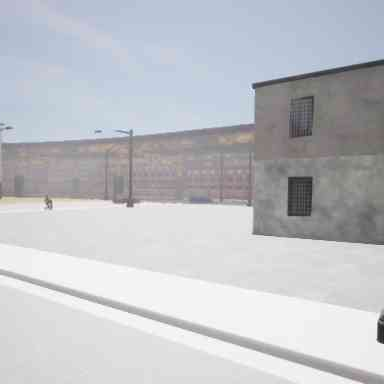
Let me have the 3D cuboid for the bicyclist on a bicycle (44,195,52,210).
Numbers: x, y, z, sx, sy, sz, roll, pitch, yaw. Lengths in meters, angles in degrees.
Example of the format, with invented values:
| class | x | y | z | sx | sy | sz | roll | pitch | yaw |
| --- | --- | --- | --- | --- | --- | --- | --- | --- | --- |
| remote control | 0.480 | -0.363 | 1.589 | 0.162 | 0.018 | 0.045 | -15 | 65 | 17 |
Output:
| class | x | y | z | sx | sy | sz | roll | pitch | yaw |
| --- | --- | --- | --- | --- | --- | --- | --- | --- | --- |
| bicyclist on a bicycle | -16.154 | 1.204 | 37.313 | 1.656 | 1.620 | 0.582 | 1 | 1 | 34 |

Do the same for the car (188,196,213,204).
| class | x | y | z | sx | sy | sz | roll | pitch | yaw |
| --- | --- | --- | --- | --- | --- | --- | --- | --- | --- |
| car | 1.629 | 1.444 | 61.410 | 4.674 | 1.442 | 1.812 | 1 | 1 | -3 |

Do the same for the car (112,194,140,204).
| class | x | y | z | sx | sy | sz | roll | pitch | yaw |
| --- | --- | --- | --- | --- | --- | --- | --- | --- | --- |
| car | -11.089 | 1.143 | 56.405 | 4.553 | 1.767 | 2.097 | 0 | 1 | -40 |
